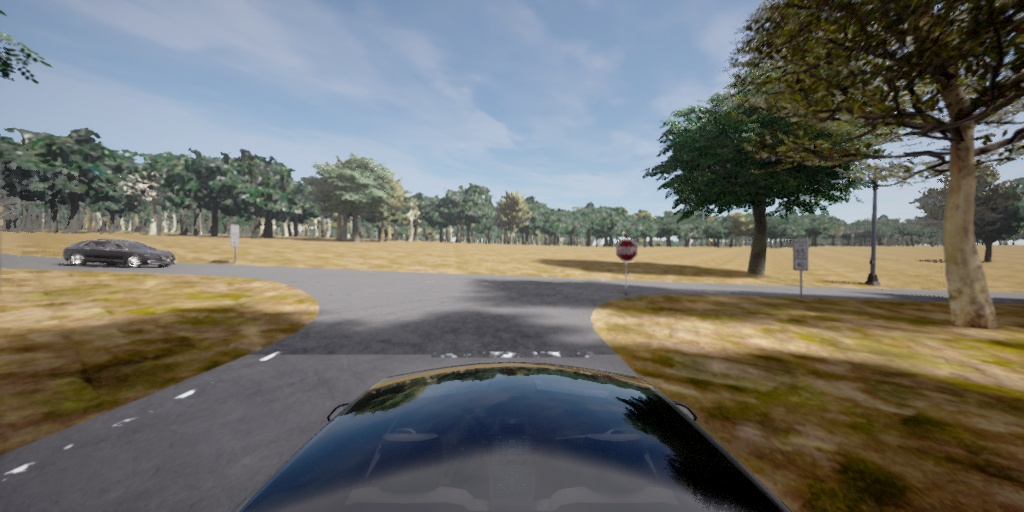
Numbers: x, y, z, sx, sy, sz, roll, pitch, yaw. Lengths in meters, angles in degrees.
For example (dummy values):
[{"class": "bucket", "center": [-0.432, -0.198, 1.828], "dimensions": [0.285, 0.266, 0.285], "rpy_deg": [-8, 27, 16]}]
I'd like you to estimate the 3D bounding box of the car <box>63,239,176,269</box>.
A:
[{"class": "car", "center": [-21.466, -0.128, 19.766], "dimensions": [4.892, 1.490, 1.837], "rpy_deg": [3, 0, -3]}]
